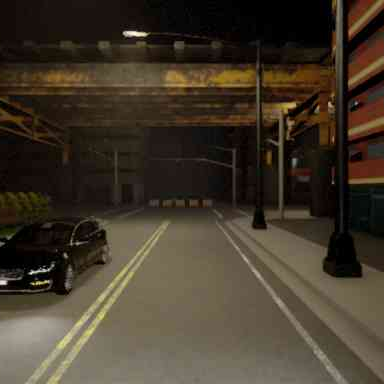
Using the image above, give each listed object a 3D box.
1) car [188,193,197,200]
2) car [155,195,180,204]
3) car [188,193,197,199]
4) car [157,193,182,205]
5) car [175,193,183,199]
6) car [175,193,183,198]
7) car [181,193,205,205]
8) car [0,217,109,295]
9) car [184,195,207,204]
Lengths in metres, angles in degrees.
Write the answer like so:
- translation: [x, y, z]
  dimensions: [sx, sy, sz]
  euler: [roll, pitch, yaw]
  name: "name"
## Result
- translation: [0.115, 1.078, 76.823]
  dimensions: [2.038, 1.542, 4.974]
  euler: [0, 0, 0]
  name: "car"
- translation: [-3.644, 1.048, 50.579]
  dimensions: [1.853, 1.218, 4.536]
  euler: [0, 0, 25]
  name: "car"
- translation: [0.114, 0.920, 76.874]
  dimensions: [1.853, 1.218, 4.536]
  euler: [0, 0, 0]
  name: "car"
- translation: [-3.666, 1.206, 50.532]
  dimensions: [2.038, 1.542, 4.974]
  euler: [0, 0, 25]
  name: "car"
- translation: [-3.320, 1.036, 85.343]
  dimensions: [2.038, 1.542, 4.974]
  euler: [0, 0, 0]
  name: "car"
- translation: [-3.321, 0.879, 85.394]
  dimensions: [1.853, 1.218, 4.536]
  euler: [0, 0, 0]
  name: "car"
- translation: [0.495, 1.208, 50.227]
  dimensions: [2.038, 1.542, 4.974]
  euler: [0, 0, -20]
  name: "car"
- translation: [-3.553, 1.463, 8.702]
  dimensions: [1.837, 1.490, 4.892]
  euler: [0, 0, 0]
  name: "car"
- translation: [0.476, 1.050, 50.275]
  dimensions: [1.853, 1.218, 4.536]
  euler: [0, 0, -20]
  name: "car"
